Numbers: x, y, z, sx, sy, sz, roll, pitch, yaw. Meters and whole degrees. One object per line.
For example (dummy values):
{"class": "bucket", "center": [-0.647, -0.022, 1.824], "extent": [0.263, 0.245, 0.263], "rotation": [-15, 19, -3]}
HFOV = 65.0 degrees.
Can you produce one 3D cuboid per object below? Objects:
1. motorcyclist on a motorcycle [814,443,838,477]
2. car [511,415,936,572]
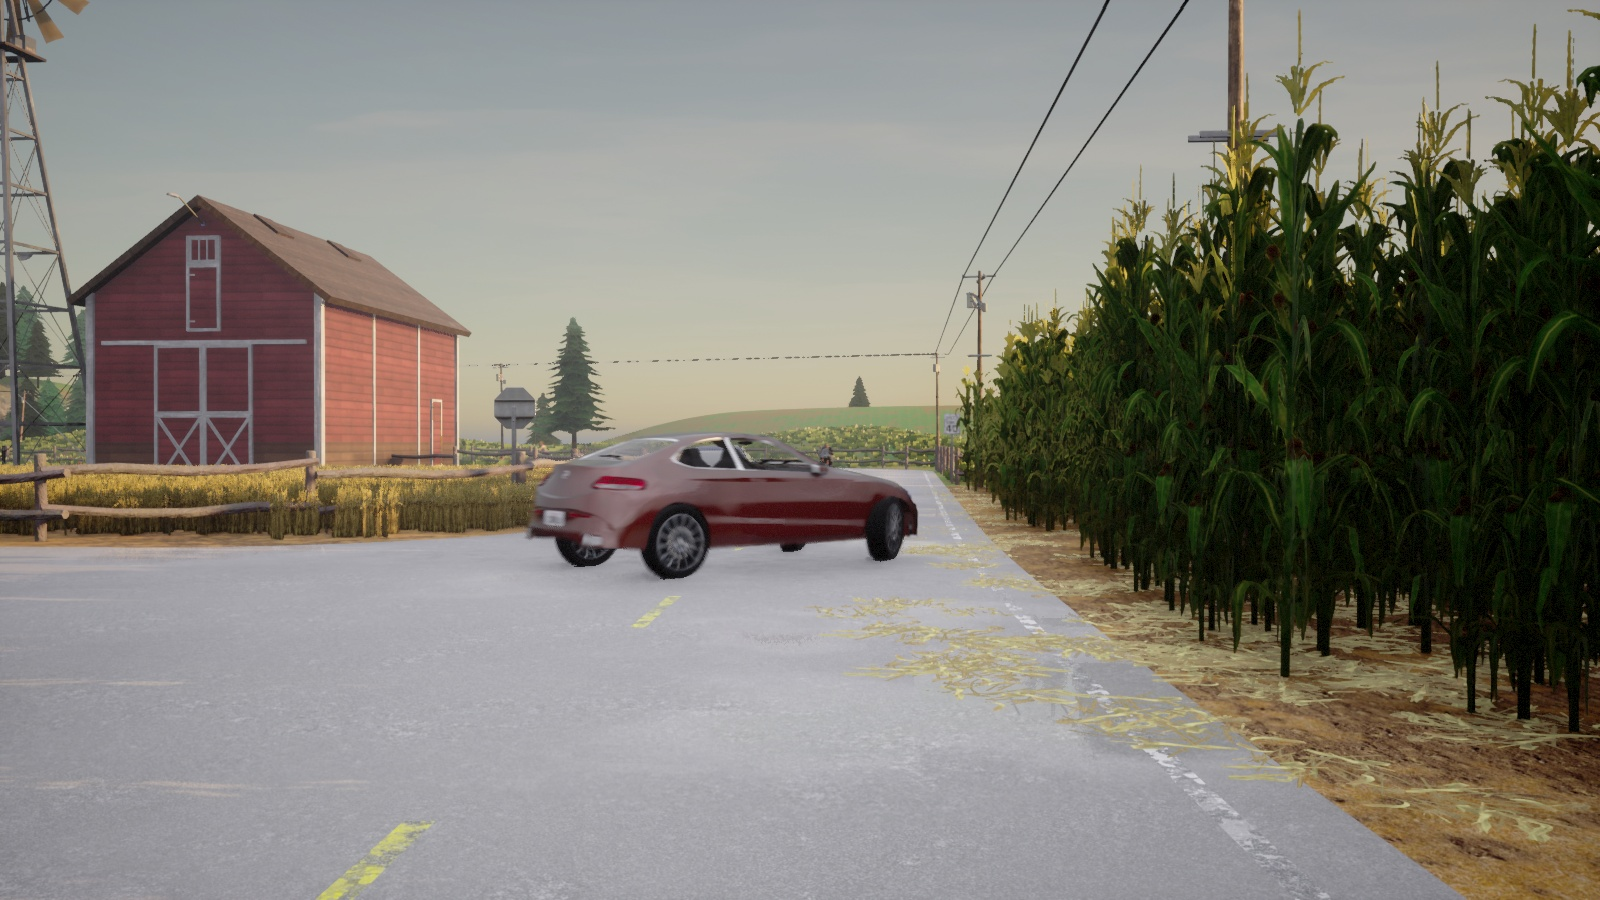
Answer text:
{"class": "motorcyclist on a motorcycle", "center": [1.231, 0.450, 58.915], "extent": [0.866, 1.530, 2.191], "rotation": [0, 0, 8]}
{"class": "car", "center": [-0.798, 0.436, 15.611], "extent": [5.027, 1.651, 2.152], "rotation": [0, 1, -42]}
